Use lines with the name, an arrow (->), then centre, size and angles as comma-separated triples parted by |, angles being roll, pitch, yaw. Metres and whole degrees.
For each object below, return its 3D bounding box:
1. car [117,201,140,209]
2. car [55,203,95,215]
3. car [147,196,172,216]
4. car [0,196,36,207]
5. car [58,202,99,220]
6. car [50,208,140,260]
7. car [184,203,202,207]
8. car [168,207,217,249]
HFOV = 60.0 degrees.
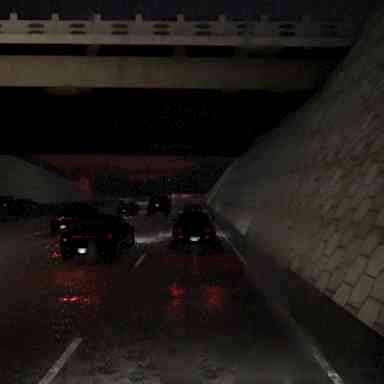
car -> -6.914, 1.700, 36.326 | 2.128, 1.511, 4.902 | 0, 0, 0
car -> -6.907, 1.621, 20.178 | 1.837, 1.490, 4.892 | 0, 0, 0
car -> -3.412, 1.425, 35.488 | 2.150, 2.045, 5.566 | 0, 0, 0
car -> -21.104, 1.587, 41.060 | 2.097, 1.767, 4.553 | 0, 0, 0
car -> -10.411, 1.725, 30.982 | 2.033, 1.411, 5.357 | 0, 0, 0
car -> -3.404, 1.578, 12.724 | 1.837, 1.490, 4.892 | 0, 0, 0
car -> 0.087, 1.800, 34.792 | 1.895, 1.301, 4.718 | 0, 0, 0
car -> 0.082, 1.611, 14.853 | 1.812, 1.442, 4.674 | 0, 0, 0
